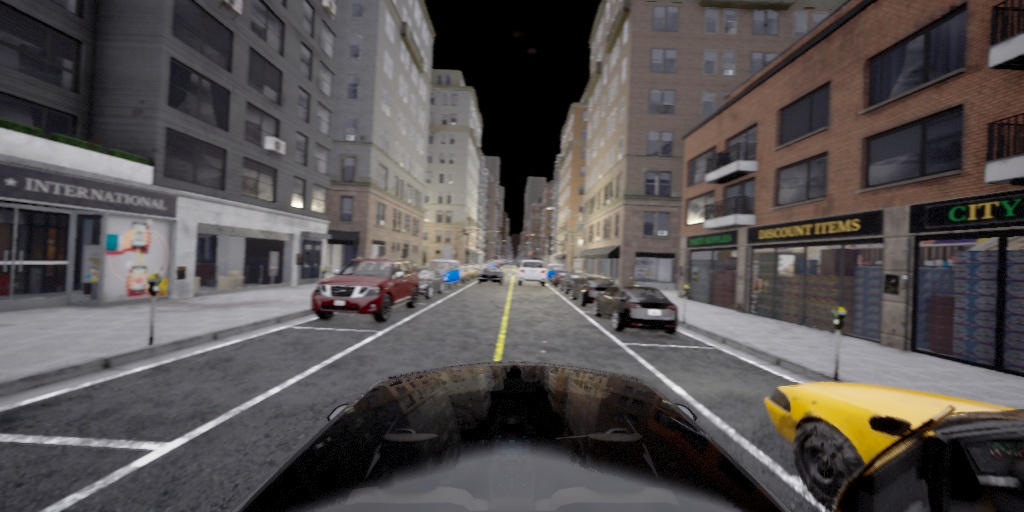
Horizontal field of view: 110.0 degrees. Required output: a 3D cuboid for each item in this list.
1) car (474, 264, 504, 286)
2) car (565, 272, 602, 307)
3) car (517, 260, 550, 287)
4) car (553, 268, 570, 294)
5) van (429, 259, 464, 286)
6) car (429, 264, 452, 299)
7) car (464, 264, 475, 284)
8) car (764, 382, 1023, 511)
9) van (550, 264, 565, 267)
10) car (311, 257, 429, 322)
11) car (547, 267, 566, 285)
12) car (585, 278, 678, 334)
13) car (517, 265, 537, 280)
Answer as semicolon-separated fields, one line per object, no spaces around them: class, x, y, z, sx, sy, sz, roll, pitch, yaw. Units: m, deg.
car;-1.601;1.572;28.373;1.895;1.301;4.718;3;-1;1
car;3.993;1.683;17.626;1.948;1.339;4.313;0;0;1
car;1.591;1.356;29.640;2.150;2.045;5.566;3;-1;1
car;4.059;1.734;23.294;2.007;1.370;4.403;0;0;1
van;-4.457;1.124;23.385;1.690;1.789;3.998;0;0;1
car;-4.523;1.267;17.717;2.007;1.370;4.403;0;0;1
car;-4.392;1.372;28.883;1.751;1.417;4.829;0;0;1
car;3.523;1.369;1.464;1.801;1.575;5.366;3;-1;1
van;4.192;1.651;34.634;1.690;1.789;3.998;0;0;1
car;-4.589;0.964;12.050;2.192;1.841;5.009;0;0;1
car;4.125;1.830;28.964;1.802;1.307;4.207;0;0;1
car;3.927;1.616;11.958;1.948;1.339;4.313;0;0;1
car;1.661;1.810;40.191;1.994;1.385;4.181;3;-1;2
